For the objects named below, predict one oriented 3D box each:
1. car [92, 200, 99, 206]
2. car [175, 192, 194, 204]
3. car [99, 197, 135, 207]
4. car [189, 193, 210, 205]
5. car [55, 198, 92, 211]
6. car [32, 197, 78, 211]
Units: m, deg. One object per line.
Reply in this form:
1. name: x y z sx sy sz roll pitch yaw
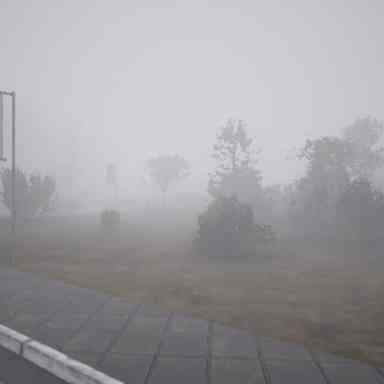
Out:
1. car: -13.227 1.521 51.800 1.895 1.301 4.718 0 1 39
2. car: -0.539 0.981 56.223 2.150 2.045 5.566 0 1 38
3. car: -10.559 1.469 49.534 2.033 1.411 5.357 0 1 39
4. car: 1.936 1.332 53.719 1.994 1.385 4.181 0 1 38
5. car: -14.508 1.519 38.733 1.812 1.442 4.674 0 0 39
6. car: -17.021 1.482 41.513 2.128 1.511 4.902 0 0 39
